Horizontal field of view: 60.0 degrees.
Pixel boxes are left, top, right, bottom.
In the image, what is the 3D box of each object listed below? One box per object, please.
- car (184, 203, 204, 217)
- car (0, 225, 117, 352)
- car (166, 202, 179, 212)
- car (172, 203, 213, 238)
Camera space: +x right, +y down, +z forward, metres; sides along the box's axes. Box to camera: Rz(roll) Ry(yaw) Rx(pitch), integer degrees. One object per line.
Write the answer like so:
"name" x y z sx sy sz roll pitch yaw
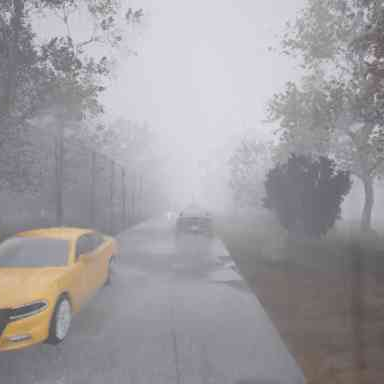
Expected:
"car" 0.198 1.935 37.046 2.033 1.411 5.357 0 -1 0
"car" -2.846 1.497 6.607 1.882 1.535 5.008 0 0 0
"car" -2.658 2.142 48.656 2.128 1.511 4.902 0 -1 1
"car" 0.125 1.584 18.345 1.882 1.535 5.008 0 -1 0
